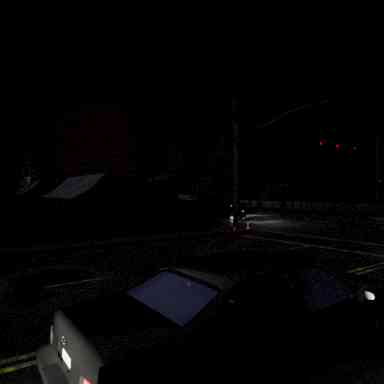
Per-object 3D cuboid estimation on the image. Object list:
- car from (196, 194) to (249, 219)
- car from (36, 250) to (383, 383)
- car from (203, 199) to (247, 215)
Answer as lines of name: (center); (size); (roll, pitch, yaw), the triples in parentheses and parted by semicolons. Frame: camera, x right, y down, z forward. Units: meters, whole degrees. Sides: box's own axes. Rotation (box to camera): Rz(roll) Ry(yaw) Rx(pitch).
car: (2.508, 1.221, 29.455); (2.150, 2.045, 5.566); (0, 0, -37)
car: (0.915, 1.547, 4.463); (5.357, 1.411, 2.033); (0, 0, -35)
car: (3.268, 1.526, 34.291); (1.812, 1.442, 4.674); (0, 0, -37)
